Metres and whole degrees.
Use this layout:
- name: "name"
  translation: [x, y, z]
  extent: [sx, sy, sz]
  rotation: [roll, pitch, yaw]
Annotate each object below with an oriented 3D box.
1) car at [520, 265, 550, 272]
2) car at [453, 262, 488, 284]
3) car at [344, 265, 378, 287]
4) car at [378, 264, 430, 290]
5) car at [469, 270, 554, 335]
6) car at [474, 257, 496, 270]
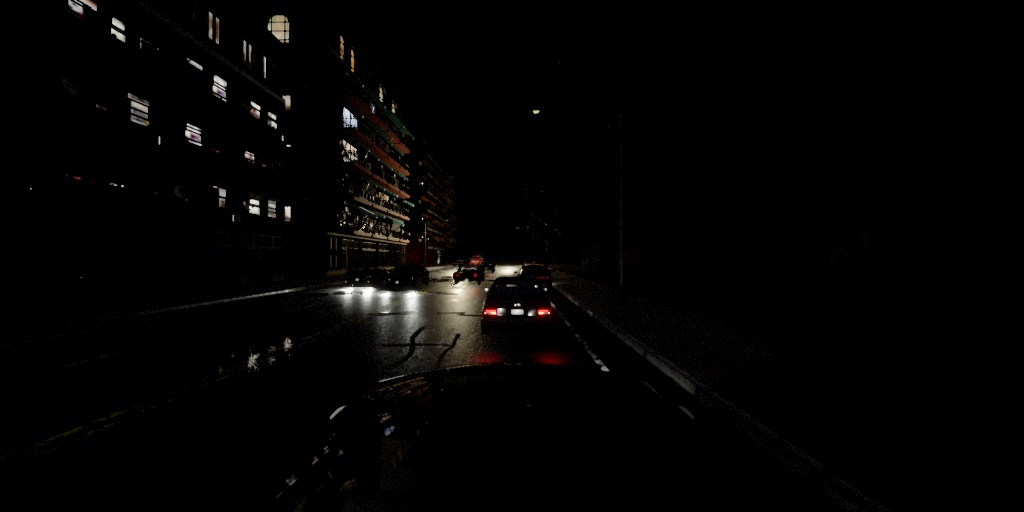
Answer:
- name: "car"
  translation: [1.178, 1.257, 20.209]
  extent: [1.837, 1.490, 4.892]
  rotation: [0, 0, 0]
- name: "car"
  translation: [-3.094, 1.353, 26.782]
  extent: [1.895, 1.301, 4.718]
  rotation: [0, 0, 0]
- name: "car"
  translation: [-9.798, 1.316, 24.675]
  extent: [1.994, 1.385, 4.181]
  rotation: [0, 0, 0]
- name: "car"
  translation: [-6.553, 1.257, 22.887]
  extent: [1.837, 1.490, 4.892]
  rotation: [0, 0, 0]
- name: "car"
  translation: [0.121, 1.299, 10.521]
  extent: [2.033, 1.411, 5.357]
  rotation: [0, 0, 0]
- name: "car"
  translation: [-3.051, 1.239, 44.549]
  extent: [2.128, 1.511, 4.902]
  rotation: [0, 0, 0]
